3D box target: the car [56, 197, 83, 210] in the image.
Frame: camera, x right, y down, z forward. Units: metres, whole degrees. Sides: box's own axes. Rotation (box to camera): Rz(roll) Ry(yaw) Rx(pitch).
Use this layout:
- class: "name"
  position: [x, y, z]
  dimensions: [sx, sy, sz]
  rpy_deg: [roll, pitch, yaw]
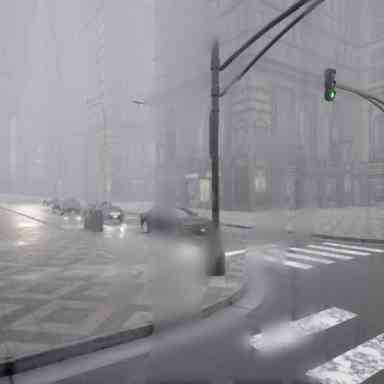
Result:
- class: "car"
  position: [-16.367, 1.489, 44.280]
  dimensions: [2.033, 1.411, 5.357]
  rpy_deg: [0, 0, -35]

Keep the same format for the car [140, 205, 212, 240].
- class: "car"
  position: [-0.924, 1.470, 17.187]
  dimensions: [1.882, 1.535, 5.008]
  rpy_deg: [0, 0, -36]

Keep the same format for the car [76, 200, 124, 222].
- class: "car"
  position: [-6.836, 1.480, 25.476]
  dimensions: [2.128, 1.511, 4.902]
  rpy_deg: [0, 0, -35]

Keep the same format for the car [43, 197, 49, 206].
- class: "car"
  position: [-22.005, 1.446, 52.096]
  dimensions: [1.812, 1.442, 4.674]
  rpy_deg: [0, 0, -35]

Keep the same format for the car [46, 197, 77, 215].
- class: "car"
  position: [-12.981, 1.518, 34.109]
  dimensions: [2.033, 1.411, 5.357]
  rpy_deg: [0, 0, -35]
